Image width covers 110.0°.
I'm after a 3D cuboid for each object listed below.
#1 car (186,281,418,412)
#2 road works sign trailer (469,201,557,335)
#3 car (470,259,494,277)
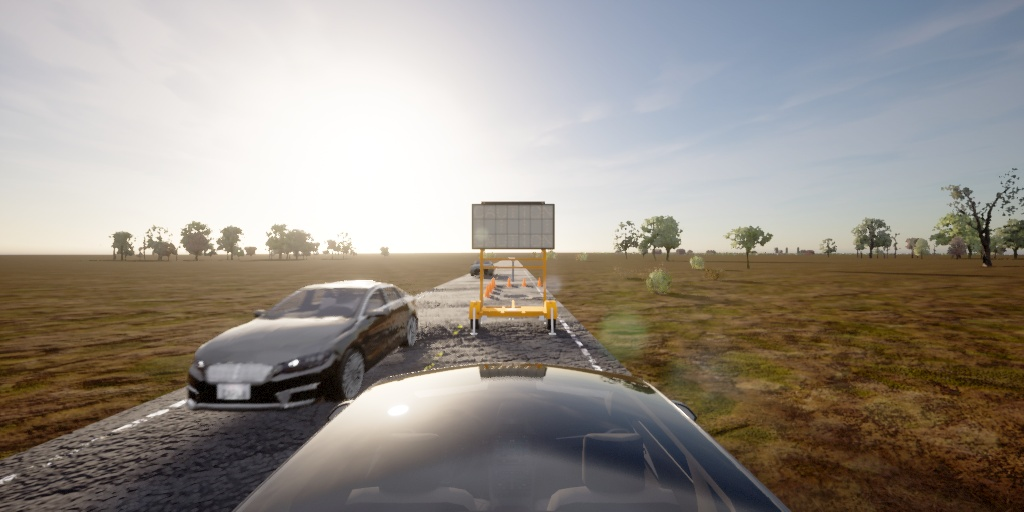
[{"bbox_3d":[-3.079,1.241,6.431,2.128,1.511,4.902,0,0,0],"label":"car"},{"bbox_3d":[0.034,0.214,10.505,2.380,3.560,2.880,0,0,0],"label":"road works sign trailer"},{"bbox_3d":[-2.879,1.102,35.233,2.097,1.767,4.553,0,0,0],"label":"car"}]
